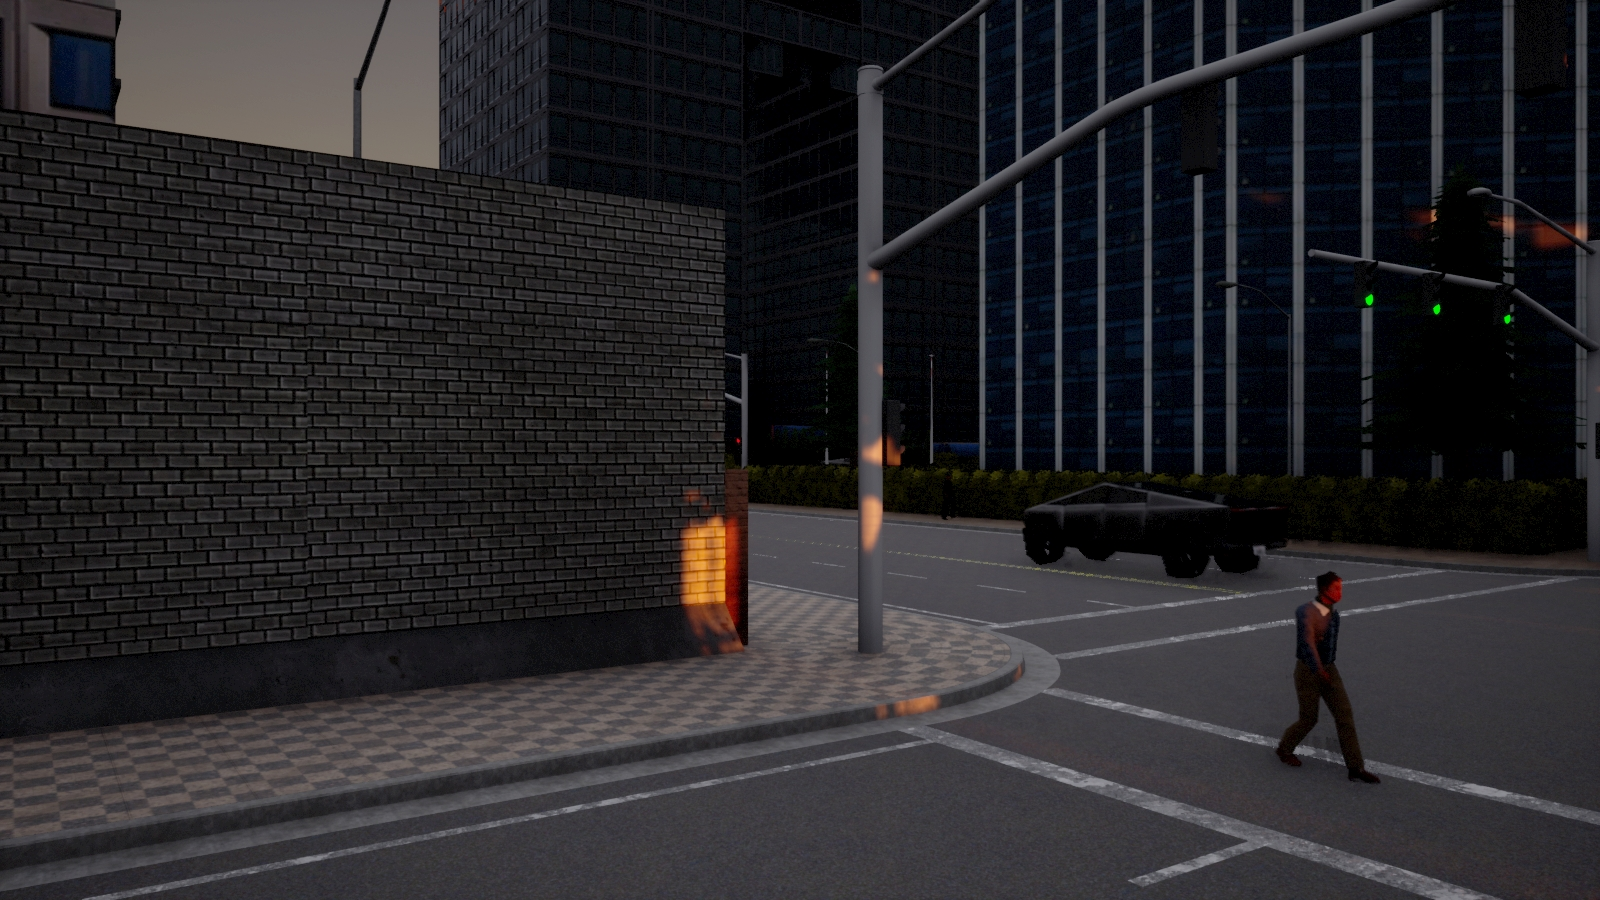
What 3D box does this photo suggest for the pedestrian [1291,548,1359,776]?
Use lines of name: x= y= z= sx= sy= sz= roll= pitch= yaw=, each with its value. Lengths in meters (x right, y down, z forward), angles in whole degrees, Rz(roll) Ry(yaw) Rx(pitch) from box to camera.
pedestrian: x=4.498 y=1.794 z=9.790 sx=0.375 sy=1.860 sz=0.375 roll=0 pitch=0 yaw=-28

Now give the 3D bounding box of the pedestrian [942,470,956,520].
pedestrian: x=5.632 y=1.698 z=43.297 sx=0.375 sy=1.860 sz=0.375 roll=0 pitch=0 yaw=-32

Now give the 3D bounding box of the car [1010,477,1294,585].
car: x=8.099 y=1.753 z=27.056 sx=2.390 sy=2.098 sz=6.274 roll=0 pitch=0 yaw=-35
